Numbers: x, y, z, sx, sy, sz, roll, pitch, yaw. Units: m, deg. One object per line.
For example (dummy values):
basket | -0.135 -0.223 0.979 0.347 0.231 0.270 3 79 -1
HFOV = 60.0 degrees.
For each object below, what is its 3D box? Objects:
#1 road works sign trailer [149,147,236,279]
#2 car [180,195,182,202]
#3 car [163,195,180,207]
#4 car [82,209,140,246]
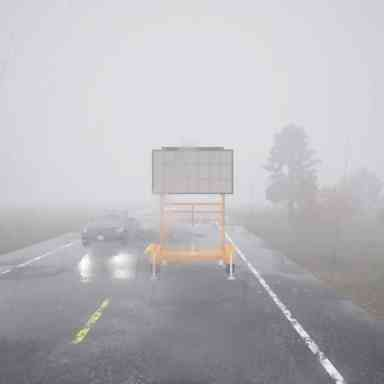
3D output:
road works sign trailer | 0.021 0.465 9.974 2.380 3.560 2.880 0 0 0
car | -3.325 1.538 80.990 1.882 1.535 5.008 0 0 0
car | -3.389 1.521 51.251 2.128 1.511 4.902 0 0 0
car | -3.567 1.528 15.352 1.812 1.442 4.674 0 0 0
